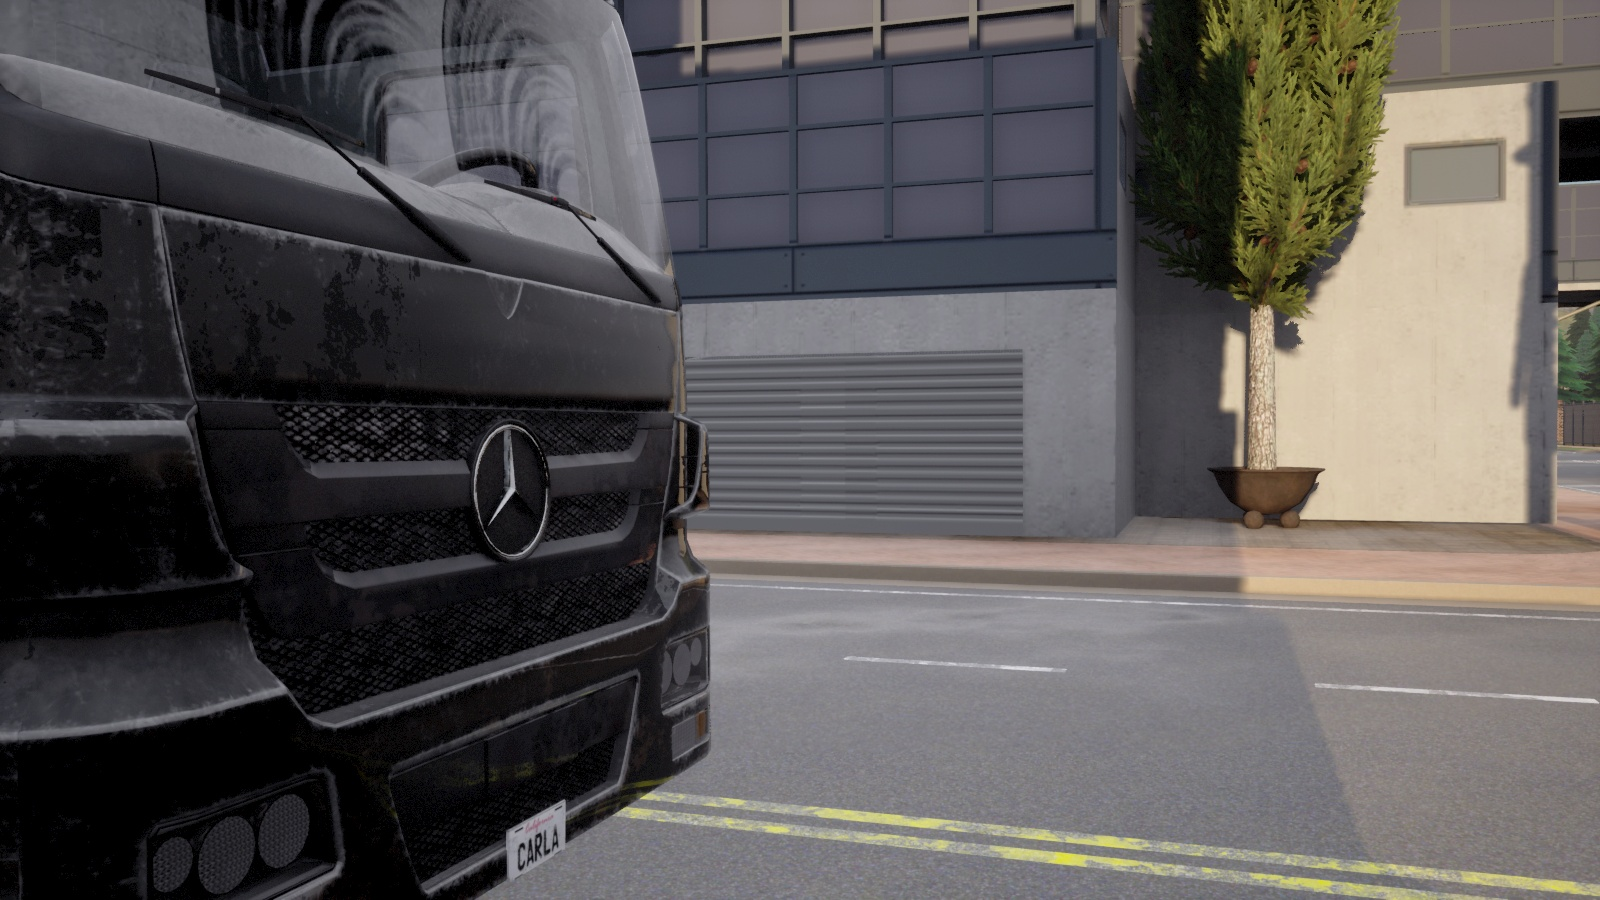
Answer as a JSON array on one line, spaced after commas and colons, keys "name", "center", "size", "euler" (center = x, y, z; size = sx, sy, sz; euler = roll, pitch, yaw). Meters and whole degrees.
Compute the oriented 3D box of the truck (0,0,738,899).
[{"name": "truck", "center": [-4.464, -0.248, 4.736], "size": [7.936, 3.462, 2.891], "euler": [1, 1, 20]}]
